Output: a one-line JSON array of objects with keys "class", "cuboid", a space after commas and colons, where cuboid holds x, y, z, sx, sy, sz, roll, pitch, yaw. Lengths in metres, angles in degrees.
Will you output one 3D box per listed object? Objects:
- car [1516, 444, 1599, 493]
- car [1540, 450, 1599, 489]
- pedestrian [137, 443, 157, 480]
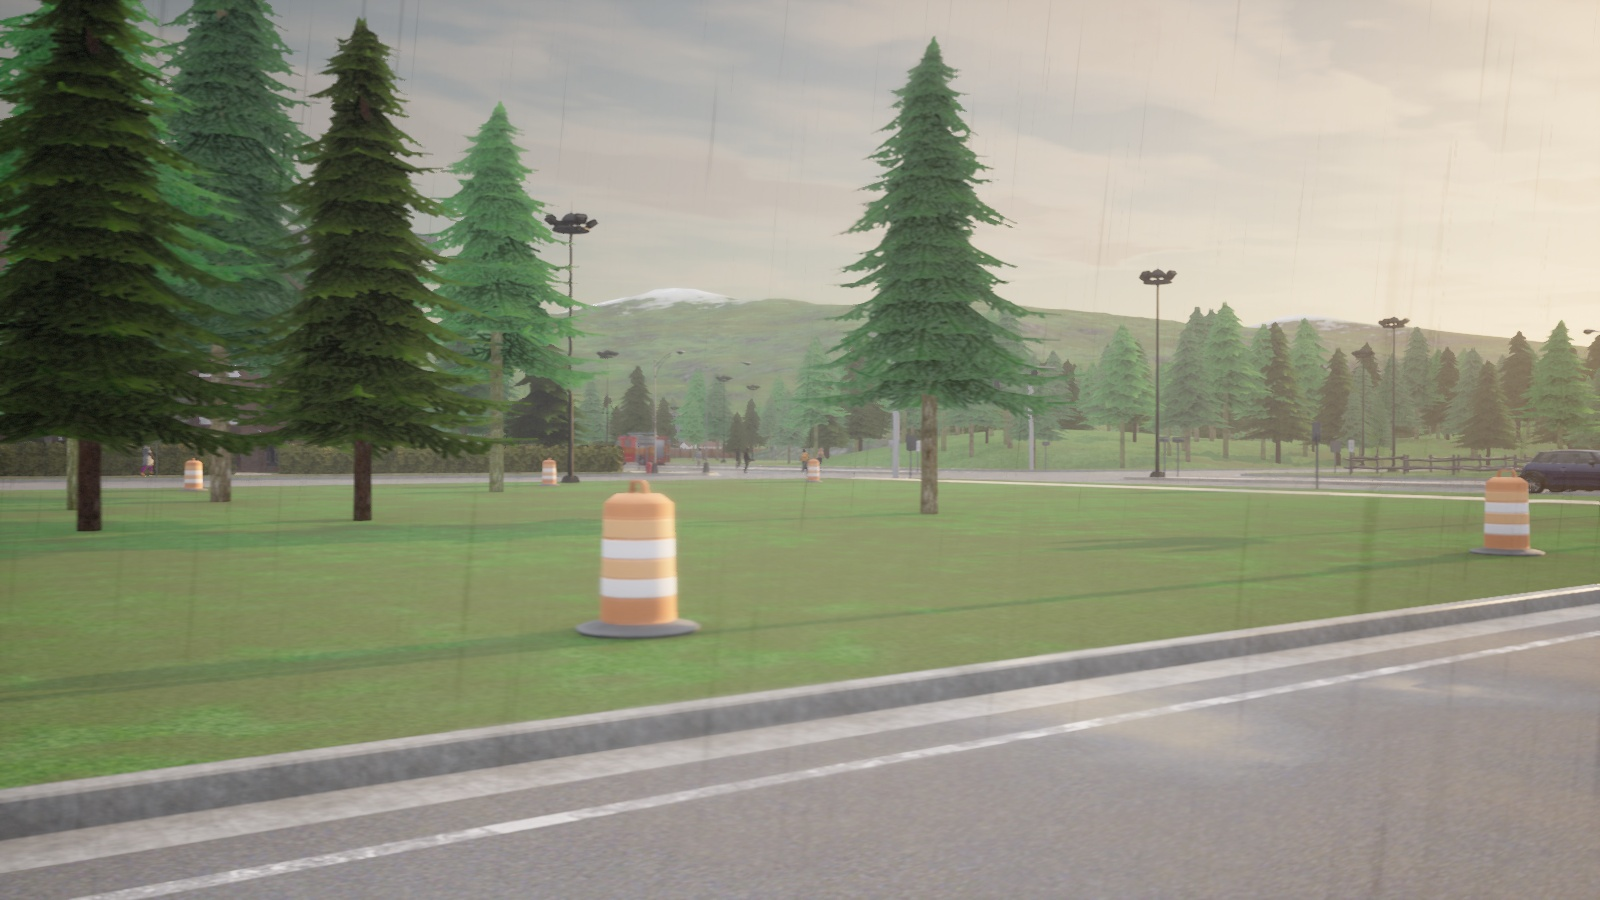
[{"class": "car", "cuboid": [29.334, 0.656, 46.384, 2.097, 1.767, 4.553, 0, 0, -34]}, {"class": "car", "cuboid": [31.882, 0.754, 48.857, 2.128, 1.511, 4.902, 0, 0, -34]}, {"class": "pedestrian", "cuboid": [-35.312, 0.618, 67.909, 0.873, 1.952, 0.659, 0, 0, -34]}]
